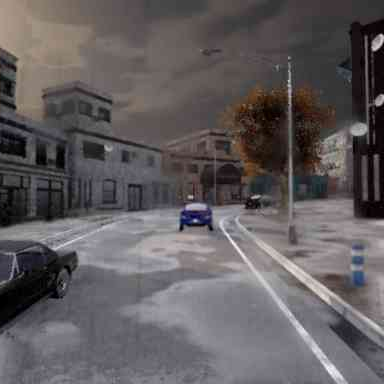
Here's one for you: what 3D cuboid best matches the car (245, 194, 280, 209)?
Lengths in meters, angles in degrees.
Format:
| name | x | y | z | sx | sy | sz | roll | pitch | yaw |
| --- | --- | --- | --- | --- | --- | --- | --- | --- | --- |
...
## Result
| name | x | y | z | sx | sy | sz | roll | pitch | yaw |
| --- | --- | --- | --- | --- | --- | --- | --- | --- | --- |
| car | 7.968 | 0.999 | 37.295 | 5.008 | 1.535 | 1.882 | -3 | 0 | -43 |

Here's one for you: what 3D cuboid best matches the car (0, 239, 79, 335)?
| name | x | y | z | sx | sy | sz | roll | pitch | yaw |
| --- | --- | --- | --- | --- | --- | --- | --- | --- | --- |
| car | -3.594 | 1.573 | 5.597 | 1.895 | 1.301 | 4.718 | 0 | 0 | 0 |

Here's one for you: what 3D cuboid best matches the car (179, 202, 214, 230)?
| name | x | y | z | sx | sy | sz | roll | pitch | yaw |
| --- | --- | --- | --- | --- | --- | --- | --- | --- | --- |
| car | 0.328 | 1.347 | 20.296 | 1.882 | 1.535 | 5.008 | 0 | 1 | 3 |
